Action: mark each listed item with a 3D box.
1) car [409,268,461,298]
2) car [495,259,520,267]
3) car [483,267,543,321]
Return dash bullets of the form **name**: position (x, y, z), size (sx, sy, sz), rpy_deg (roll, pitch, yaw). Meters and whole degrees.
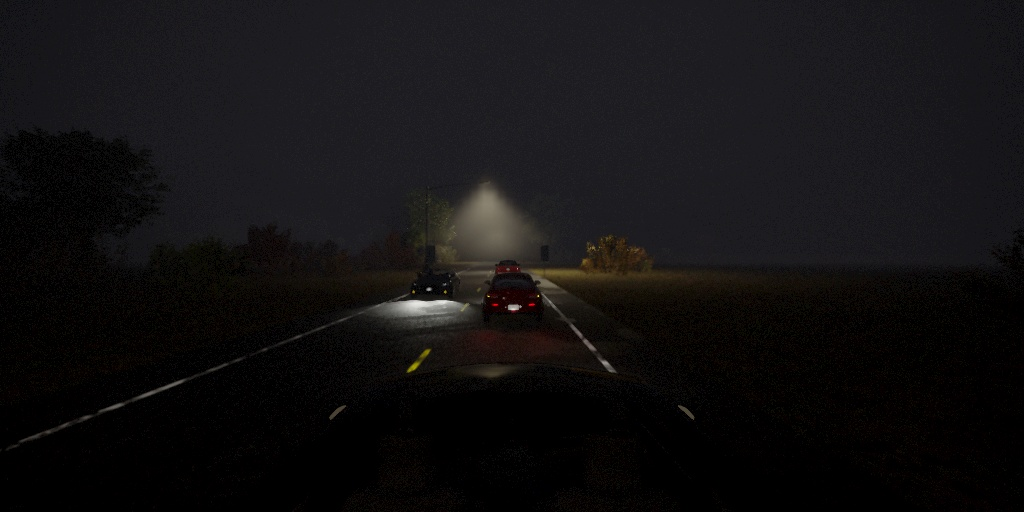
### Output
- **car**: position (-3.745, 1.307, 18.119), size (1.994, 1.385, 4.181), rpy_deg (0, 0, -1)
- **car**: position (-0.370, 1.078, 30.852), size (2.097, 1.767, 4.553), rpy_deg (0, 0, -2)
- **car**: position (0.019, 1.271, 12.343), size (1.812, 1.442, 4.674), rpy_deg (0, 0, -1)
